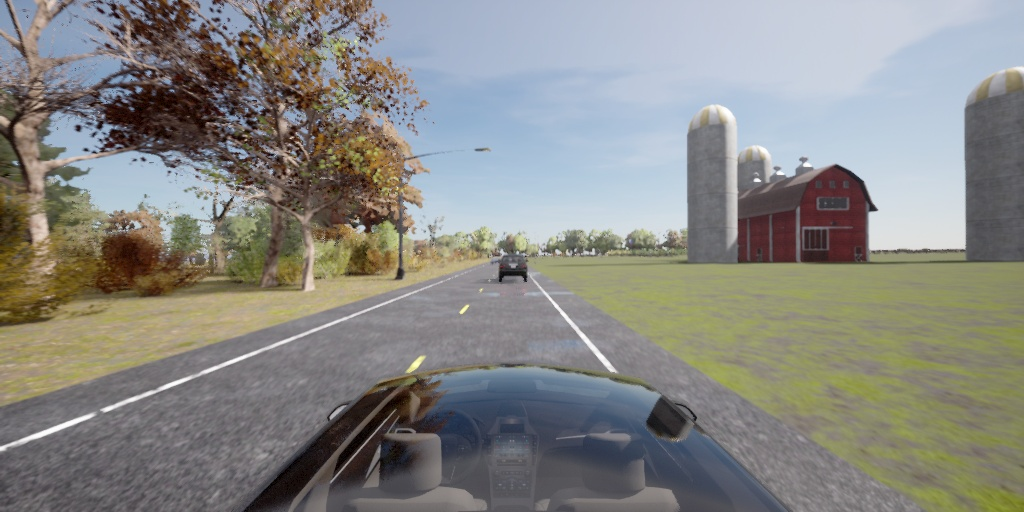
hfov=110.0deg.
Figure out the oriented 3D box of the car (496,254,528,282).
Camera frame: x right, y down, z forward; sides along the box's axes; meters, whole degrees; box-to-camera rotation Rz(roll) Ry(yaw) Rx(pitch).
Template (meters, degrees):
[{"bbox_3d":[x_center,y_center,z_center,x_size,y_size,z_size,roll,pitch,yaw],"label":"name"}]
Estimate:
[{"bbox_3d":[0.088,0.899,28.659,2.150,2.045,5.566,0,0,0],"label":"car"}]
